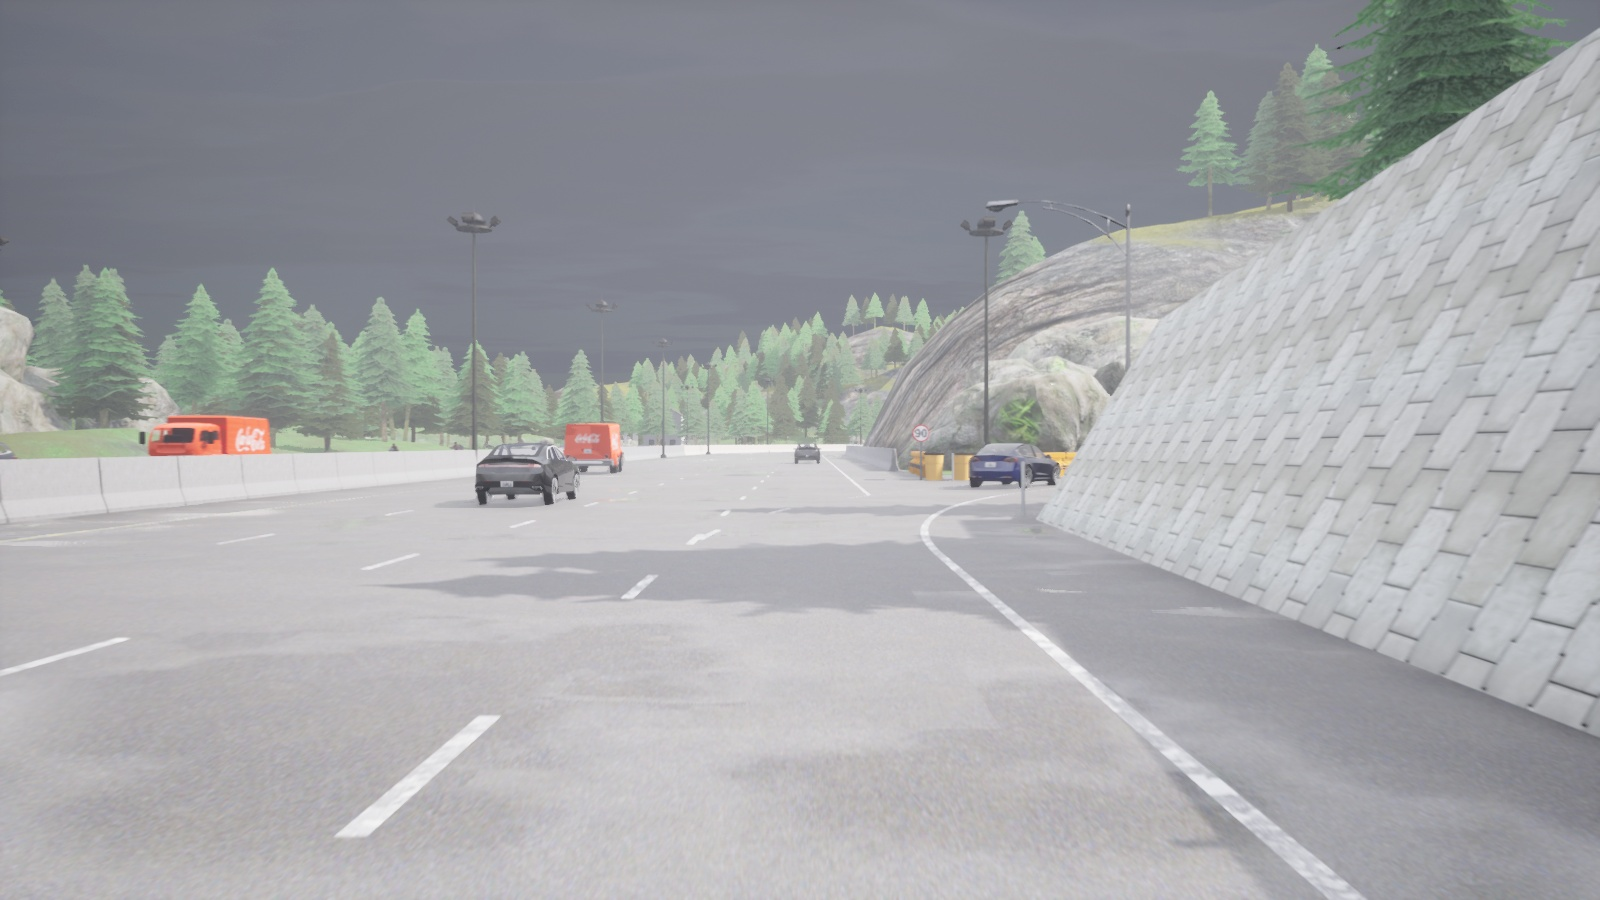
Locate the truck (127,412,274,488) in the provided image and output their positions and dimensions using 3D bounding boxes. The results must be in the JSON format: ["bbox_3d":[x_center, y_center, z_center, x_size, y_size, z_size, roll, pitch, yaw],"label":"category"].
[{"bbox_3d":[-20.733,0.000,43.735,2.627,2.467,5.204,0,0,0],"label":"truck"}]

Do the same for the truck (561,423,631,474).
[{"bbox_3d":[-10.128,-0.097,62.682,2.627,2.467,5.204,0,1,0],"label":"truck"}]

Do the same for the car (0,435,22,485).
[{"bbox_3d":[-27.754,0.340,40.686,2.242,1.667,4.611,0,0,0],"label":"car"}]

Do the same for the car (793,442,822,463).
[{"bbox_3d":[0.542,0.181,92.662,2.128,1.511,4.902,0,0,0],"label":"car"}]

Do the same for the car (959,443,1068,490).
[{"bbox_3d":[7.292,0.513,42.437,2.163,1.488,4.792,0,0,29],"label":"car"}]

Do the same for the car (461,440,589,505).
[{"bbox_3d":[-6.805,0.519,31.650,2.128,1.511,4.902,0,0,0],"label":"car"}]
